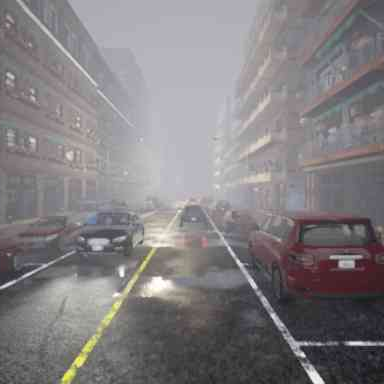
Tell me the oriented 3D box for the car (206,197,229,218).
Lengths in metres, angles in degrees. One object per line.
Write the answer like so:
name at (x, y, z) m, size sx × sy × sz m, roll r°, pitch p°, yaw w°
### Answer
car at (2.672, 1.507, 30.791) m, size 1.967 × 1.590 × 4.097 m, roll -1°, pitch 0°, yaw 0°

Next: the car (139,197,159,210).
car at (-5.709, 1.643, 42.148) m, size 2.008 × 1.369 × 4.403 m, roll -1°, pitch 0°, yaw 0°

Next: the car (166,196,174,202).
car at (-5.719, 1.728, 87.290) m, size 1.752 × 1.417 × 4.829 m, roll -1°, pitch 0°, yaw 0°

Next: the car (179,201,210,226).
car at (0.095, 1.576, 23.554) m, size 1.812 × 1.442 × 4.674 m, roll 0°, pitch 0°, yaw 0°

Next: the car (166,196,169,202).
car at (-5.713, 1.698, 59.139) m, size 1.947 × 1.339 × 4.313 m, roll -1°, pitch 0°, yaw 0°

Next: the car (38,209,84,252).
car at (-5.673, 1.611, 13.827) m, size 1.802 × 1.307 × 4.206 m, roll -1°, pitch 0°, yaw 0°

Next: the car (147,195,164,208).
car at (-5.713, 1.420, 47.812) m, size 2.192 × 1.841 × 5.009 m, roll -1°, pitch 0°, yaw 0°

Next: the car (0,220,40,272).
car at (-5.669, 1.599, 8.164) m, size 1.802 × 1.307 × 4.206 m, roll -1°, pitch 0°, yaw 0°

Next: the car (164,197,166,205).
car at (-5.713, 1.559, 53.475) m, size 1.967 × 1.590 × 4.097 m, roll -1°, pitch 0°, yaw 0°

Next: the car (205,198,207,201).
car at (2.672, 1.605, 36.624) m, size 1.752 × 1.417 × 4.829 m, roll -1°, pitch 0°, yaw 0°

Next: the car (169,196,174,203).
car at (-5.717, 1.700, 75.962) m, size 1.752 × 1.417 × 4.829 m, roll -1°, pitch 0°, yaw 0°

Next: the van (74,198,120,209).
van at (-5.689, 1.382, 19.493) m, size 1.690 × 1.788 × 3.998 m, roll -1°, pitch 0°, yaw 0°

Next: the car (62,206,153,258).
car at (-3.003, 1.519, 13.036) m, size 2.128 × 1.511 × 4.902 m, roll 0°, pitch 0°, yaw 0°

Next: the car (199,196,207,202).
car at (2.663, 1.771, 81.765) m, size 1.802 × 1.307 × 4.206 m, roll -1°, pitch 0°, yaw 0°

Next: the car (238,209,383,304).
car at (2.675, 1.332, 8.136) m, size 2.192 × 1.841 × 5.009 m, roll -1°, pitch 0°, yaw 0°

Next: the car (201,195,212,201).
car at (2.664, 1.448, 59.110) m, size 2.192 × 1.841 × 5.009 m, roll -1°, pitch 0°, yaw 0°

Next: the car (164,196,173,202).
car at (-5.718, 1.714, 81.626) m, size 1.752 × 1.417 × 4.829 m, roll -1°, pitch 0°, yaw 0°

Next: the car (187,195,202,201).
car at (0.092, 1.578, 45.655) m, size 1.882 × 1.535 × 5.008 m, roll 0°, pitch 0°, yaw 0°

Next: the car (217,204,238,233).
car at (2.676, 1.623, 19.463) m, size 1.802 × 1.307 × 4.206 m, roll -1°, pitch 0°, yaw 0°

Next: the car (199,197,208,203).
car at (2.664, 1.741, 76.100) m, size 1.947 × 1.339 × 4.313 m, roll -1°, pitch 0°, yaw 0°

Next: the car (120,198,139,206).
car at (-5.719, 1.369, 25.156) m, size 2.192 × 1.841 × 5.009 m, roll -1°, pitch 0°, yaw 0°
